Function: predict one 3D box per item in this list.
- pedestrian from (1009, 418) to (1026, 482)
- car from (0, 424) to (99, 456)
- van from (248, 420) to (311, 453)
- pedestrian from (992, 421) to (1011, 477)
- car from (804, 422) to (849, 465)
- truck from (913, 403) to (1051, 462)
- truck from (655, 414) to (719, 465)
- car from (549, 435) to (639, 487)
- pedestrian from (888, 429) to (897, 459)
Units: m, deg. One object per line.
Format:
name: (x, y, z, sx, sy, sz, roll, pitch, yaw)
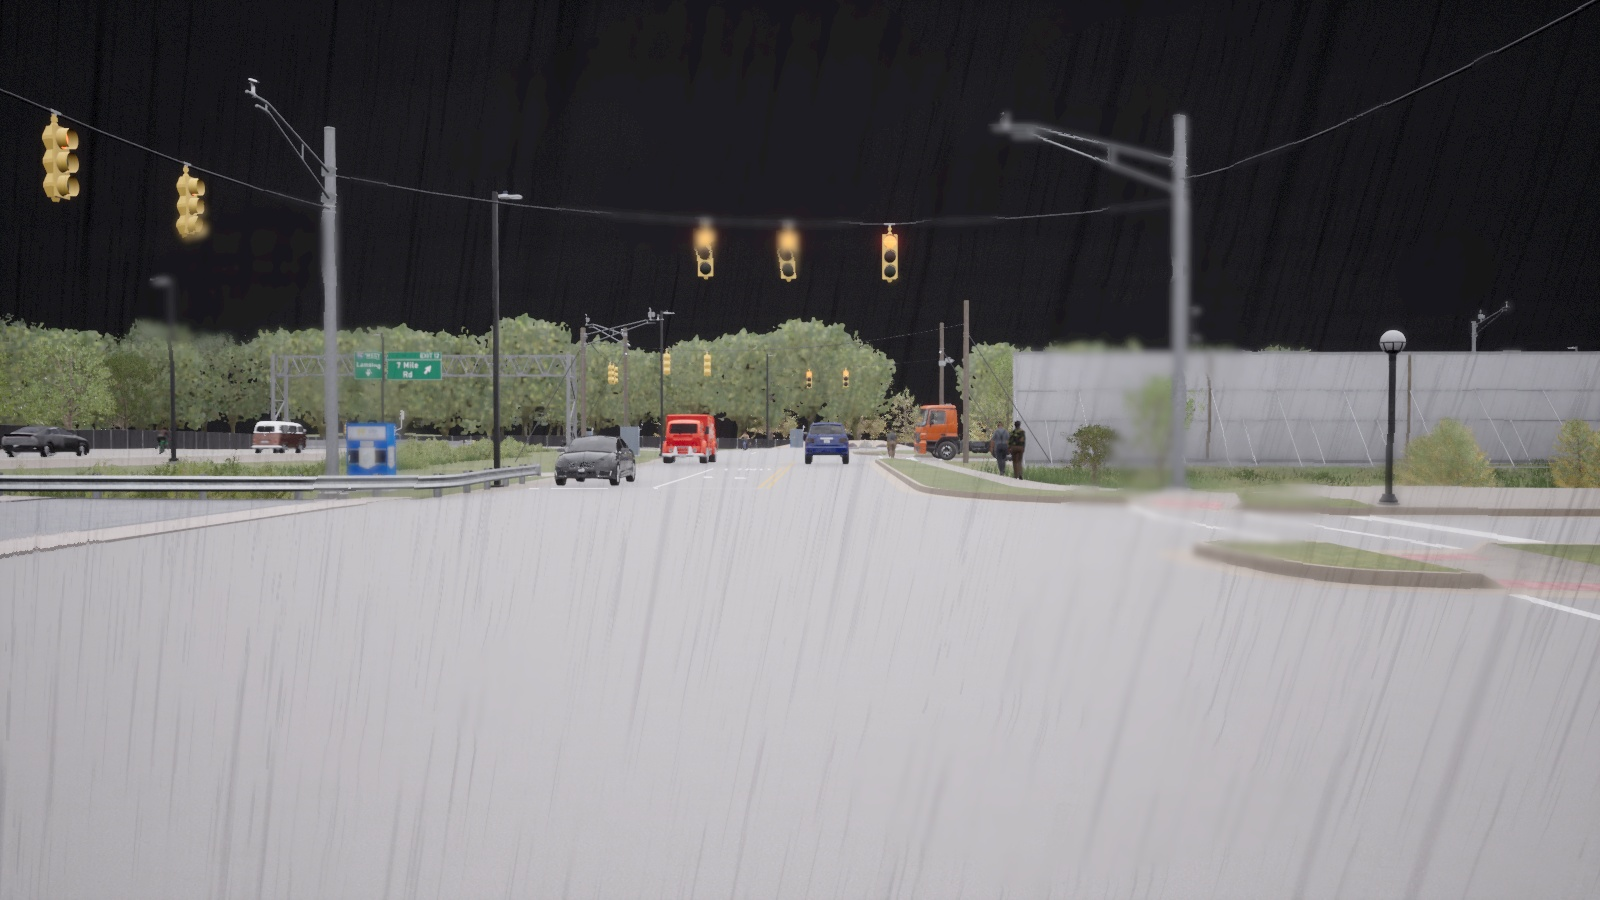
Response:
pedestrian: (6.641, -0.014, 38.404, 0.395, 1.930, 0.692, 0, 2, 1)
car: (-36.885, -0.494, 61.651, 2.128, 1.511, 4.902, 0, 0, 1)
van: (-33.030, -0.831, 79.845, 2.069, 2.038, 4.480, 0, 0, 1)
pedestrian: (6.808, -0.039, 42.452, 0.540, 1.848, 0.694, 0, 2, 1)
car: (1.360, -0.350, 62.966, 2.150, 2.045, 5.566, 0, 1, 2)
truck: (11.122, -1.089, 77.374, 7.936, 3.462, 2.891, 1, 2, -4)
truck: (-5.628, -0.568, 63.408, 2.627, 2.467, 5.204, 0, 1, 2)
car: (-6.251, 0.291, 38.694, 1.837, 1.490, 4.892, 0, 1, 2)
pedestrian: (5.613, -0.376, 76.300, 0.540, 1.848, 0.694, 0, 2, 1)
